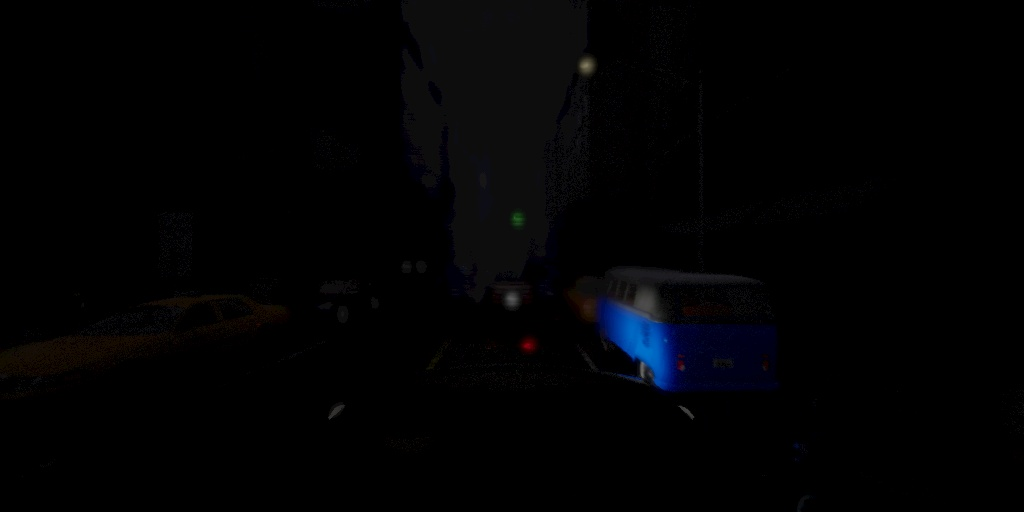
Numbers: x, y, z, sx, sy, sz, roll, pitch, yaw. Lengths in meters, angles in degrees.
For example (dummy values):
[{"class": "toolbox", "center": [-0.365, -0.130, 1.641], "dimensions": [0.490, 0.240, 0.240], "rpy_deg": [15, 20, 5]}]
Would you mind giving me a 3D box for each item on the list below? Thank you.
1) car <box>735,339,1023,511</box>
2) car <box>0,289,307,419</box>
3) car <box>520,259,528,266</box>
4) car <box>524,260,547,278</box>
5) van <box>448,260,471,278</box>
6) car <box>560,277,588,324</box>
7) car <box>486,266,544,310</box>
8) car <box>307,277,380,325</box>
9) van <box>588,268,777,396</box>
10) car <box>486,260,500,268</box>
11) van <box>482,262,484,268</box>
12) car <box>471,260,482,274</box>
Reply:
[{"class": "car", "center": [2.668, 1.322, 0.710], "dimensions": [1.802, 1.307, 4.207], "rpy_deg": [0, 0, 0]}, {"class": "car", "center": [-5.856, 1.321, 6.196], "dimensions": [1.751, 1.417, 4.829], "rpy_deg": [0, 0, 0]}, {"class": "car", "center": [2.681, 1.525, 50.414], "dimensions": [2.192, 1.841, 5.009], "rpy_deg": [0, 0, 0]}, {"class": "car", "center": [2.678, 1.548, 39.243], "dimensions": [1.967, 1.591, 4.097], "rpy_deg": [0, 0, 0]}, {"class": "van", "center": [-5.847, 1.449, 39.228], "dimensions": [1.690, 1.789, 3.998], "rpy_deg": [0, 0, 0]}, {"class": "car", "center": [2.671, 1.375, 12.219], "dimensions": [1.751, 1.417, 4.829], "rpy_deg": [0, 0, 0]}, {"class": "car", "center": [0.021, 1.374, 15.359], "dimensions": [2.128, 1.511, 4.902], "rpy_deg": [0, 0, 0]}, {"class": "car", "center": [-5.854, 1.400, 12.033], "dimensions": [2.007, 1.370, 4.403], "rpy_deg": [0, 0, 0]}, {"class": "van", "center": [2.669, 1.136, 6.380], "dimensions": [1.690, 1.789, 3.998], "rpy_deg": [0, 0, 0]}, {"class": "car", "center": [-3.023, 1.849, 63.665], "dimensions": [1.812, 1.442, 4.674], "rpy_deg": [0, 0, 1]}, {"class": "van", "center": [-5.843, 1.600, 55.986], "dimensions": [1.690, 1.789, 3.998], "rpy_deg": [0, 0, 0]}, {"class": "car", "center": [-5.845, 1.525, 50.400], "dimensions": [2.192, 1.841, 5.009], "rpy_deg": [0, 0, 0]}]
